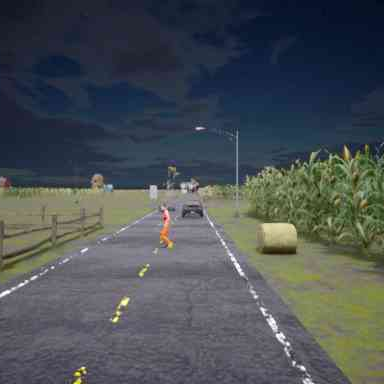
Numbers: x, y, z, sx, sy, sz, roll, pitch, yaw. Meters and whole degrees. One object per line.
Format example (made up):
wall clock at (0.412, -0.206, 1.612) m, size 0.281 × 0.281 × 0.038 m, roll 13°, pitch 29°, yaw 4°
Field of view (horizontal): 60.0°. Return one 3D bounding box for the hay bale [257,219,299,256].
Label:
hay bale at (3.131, 1.650, 12.279) m, size 1.220 × 1.180 × 1.240 m, roll 1°, pitch 1°, yaw 0°

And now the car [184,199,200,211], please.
car at (0.031, 1.571, 40.742) m, size 1.895 × 1.301 × 4.718 m, roll 0°, pitch 0°, yaw 1°

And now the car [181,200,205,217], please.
car at (0.078, 1.485, 30.538) m, size 1.837 × 1.490 × 4.892 m, roll 0°, pitch 0°, yaw 0°

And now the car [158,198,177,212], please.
car at (-2.806, 1.479, 38.854) m, size 1.837 × 1.490 × 4.892 m, roll 0°, pitch 0°, yaw 1°

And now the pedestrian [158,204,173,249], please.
pedestrian at (-1.032, 1.290, 13.036) m, size 0.375 × 1.860 × 0.375 m, roll -1°, pitch 1°, yaw -5°
